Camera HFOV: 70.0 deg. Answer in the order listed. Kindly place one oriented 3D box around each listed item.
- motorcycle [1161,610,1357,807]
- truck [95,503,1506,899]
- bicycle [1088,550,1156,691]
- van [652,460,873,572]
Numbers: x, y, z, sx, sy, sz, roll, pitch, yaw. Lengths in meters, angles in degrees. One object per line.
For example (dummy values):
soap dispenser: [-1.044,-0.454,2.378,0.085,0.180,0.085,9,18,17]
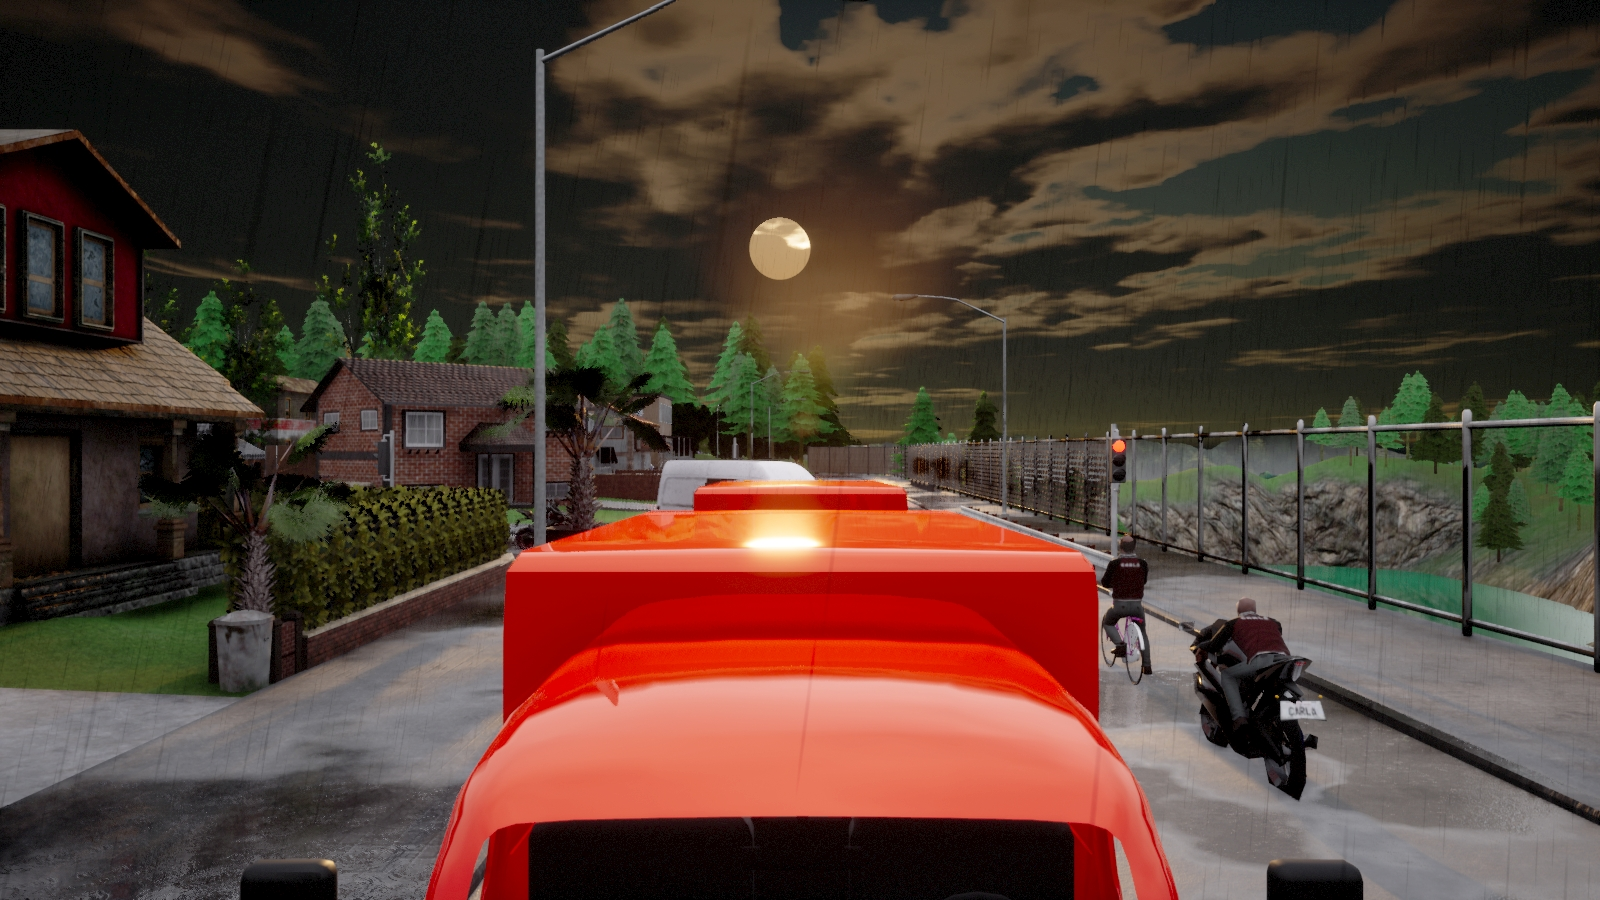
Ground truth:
motorcycle: [4.000,2.210,10.191,0.867,1.251,2.209,0,0,0]
truck: [-0.001,1.571,4.728,2.627,2.467,5.204,0,0,0]
bicycle: [3.986,2.066,14.240,0.329,1.471,1.835,0,0,0]
van: [-1.083,1.546,29.111,5.915,2.561,1.988,0,0,42]
